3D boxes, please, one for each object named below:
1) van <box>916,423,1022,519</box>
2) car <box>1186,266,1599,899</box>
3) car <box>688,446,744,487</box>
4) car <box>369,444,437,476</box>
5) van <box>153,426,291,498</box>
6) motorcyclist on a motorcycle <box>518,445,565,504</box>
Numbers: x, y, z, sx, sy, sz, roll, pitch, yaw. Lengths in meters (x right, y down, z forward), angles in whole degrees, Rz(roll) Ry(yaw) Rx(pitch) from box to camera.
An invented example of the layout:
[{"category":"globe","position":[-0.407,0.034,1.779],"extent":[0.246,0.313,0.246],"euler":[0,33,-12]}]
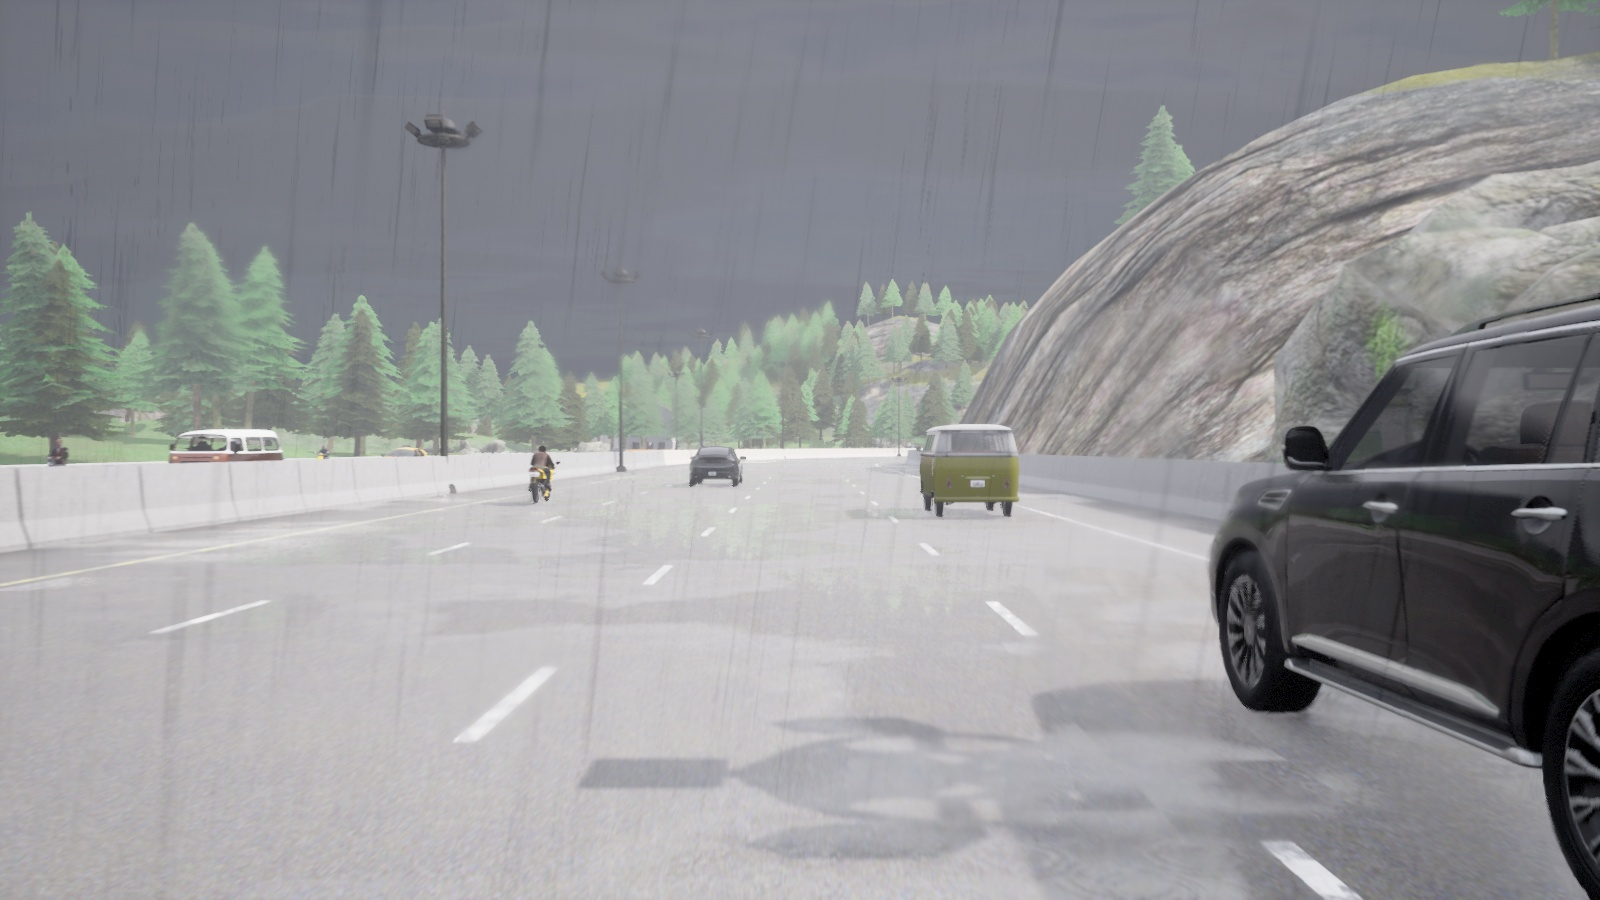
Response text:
[{"category":"van","position":[3.676,0.421,27.995],"extent":[1.775,1.987,4.442],"euler":[0,0,0]},{"category":"car","position":[3.547,0.453,5.294],"extent":[2.150,2.045,5.566],"euler":[0,0,0]},{"category":"car","position":[-3.205,0.606,48.676],"extent":[1.837,1.490,4.892],"euler":[0,0,0]},{"category":"car","position":[-20.610,0.477,65.372],"extent":[1.801,1.575,5.366],"euler":[0,0,0]},{"category":"van","position":[-17.268,0.345,37.765],"extent":[2.069,2.038,4.480],"euler":[0,0,0]},{"category":"motorcyclist on a motorcycle","position":[-6.795,0.626,33.081],"extent":[0.797,1.523,2.044],"euler":[0,0,0]}]
